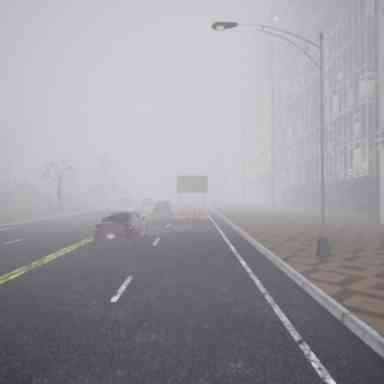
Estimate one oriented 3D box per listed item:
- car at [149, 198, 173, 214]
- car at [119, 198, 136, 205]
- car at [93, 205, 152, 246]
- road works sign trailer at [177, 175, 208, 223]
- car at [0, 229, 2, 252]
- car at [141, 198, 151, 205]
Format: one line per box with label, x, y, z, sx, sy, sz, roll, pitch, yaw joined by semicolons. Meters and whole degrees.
car;-3.133;1.608;36.839;2.033;1.411;5.357;0;0;0
car;-9.780;1.626;50.530;1.837;1.490;4.892;0;0;1
car;-3.143;1.533;15.154;1.812;1.442;4.674;0;0;0
road works sign trailer;0.017;0.489;25.370;2.380;3.560;2.880;0;0;0
car;-6.594;1.224;7.382;2.150;2.045;5.566;0;0;0
car;-6.533;1.600;50.572;1.882;1.535;5.008;0;0;1
